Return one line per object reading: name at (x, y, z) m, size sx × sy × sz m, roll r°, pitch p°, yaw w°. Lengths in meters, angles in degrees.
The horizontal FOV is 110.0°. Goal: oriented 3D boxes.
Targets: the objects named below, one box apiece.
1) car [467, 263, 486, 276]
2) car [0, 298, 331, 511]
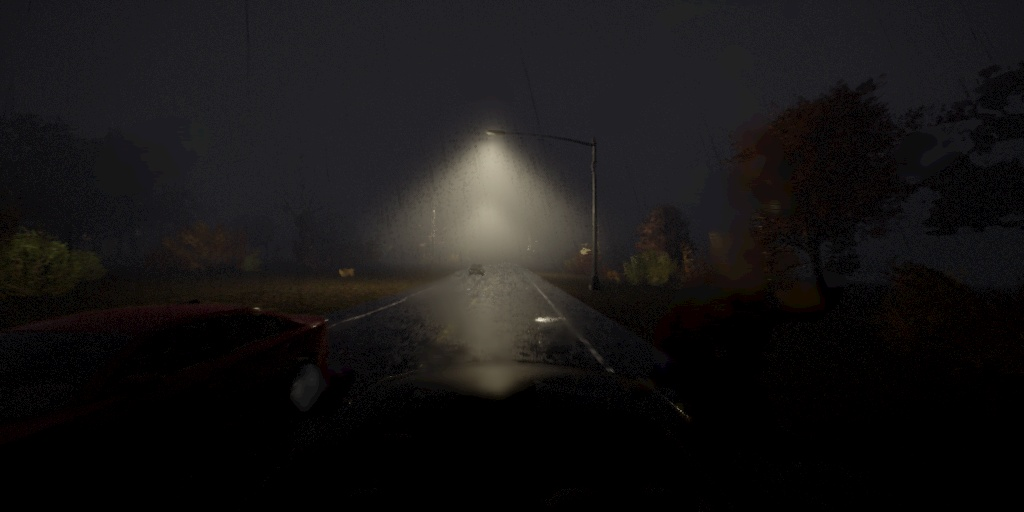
car at (-4.255, 1.661, 43.324) m, size 1.837 × 1.490 × 4.892 m, roll 0°, pitch -1°, yaw -5°
car at (-3.602, 1.242, 3.227) m, size 1.882 × 1.535 × 5.008 m, roll 0°, pitch -1°, yaw 0°
